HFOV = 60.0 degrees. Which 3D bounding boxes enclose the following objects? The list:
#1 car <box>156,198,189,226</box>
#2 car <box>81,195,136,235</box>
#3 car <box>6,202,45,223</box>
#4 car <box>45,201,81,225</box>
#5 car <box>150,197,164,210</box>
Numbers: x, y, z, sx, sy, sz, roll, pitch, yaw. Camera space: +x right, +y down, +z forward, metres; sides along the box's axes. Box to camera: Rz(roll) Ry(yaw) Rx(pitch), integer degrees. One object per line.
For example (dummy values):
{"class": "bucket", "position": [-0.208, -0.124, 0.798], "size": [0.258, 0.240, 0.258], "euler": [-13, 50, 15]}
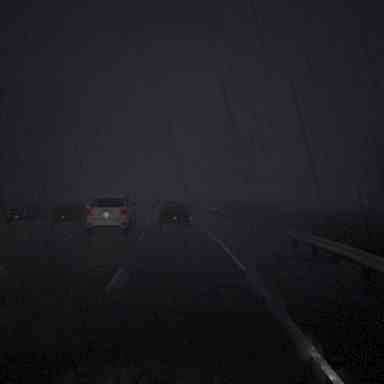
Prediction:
{"class": "car", "position": [-1.288, 1.397, 22.510], "size": [1.882, 1.535, 5.008], "euler": [0, 0, -6]}
{"class": "car", "position": [-4.418, 1.161, 18.767], "size": [2.150, 2.045, 5.566], "euler": [0, 0, -6]}
{"class": "car", "position": [-12.114, 1.459, 24.690], "size": [1.812, 1.442, 4.674], "euler": [0, 0, -7]}
{"class": "car", "position": [-8.440, 1.408, 23.485], "size": [1.882, 1.535, 5.008], "euler": [0, 0, -7]}
{"class": "car", "position": [-4.020, 1.337, 40.252], "size": [1.882, 1.535, 5.008], "euler": [0, 0, -11]}
